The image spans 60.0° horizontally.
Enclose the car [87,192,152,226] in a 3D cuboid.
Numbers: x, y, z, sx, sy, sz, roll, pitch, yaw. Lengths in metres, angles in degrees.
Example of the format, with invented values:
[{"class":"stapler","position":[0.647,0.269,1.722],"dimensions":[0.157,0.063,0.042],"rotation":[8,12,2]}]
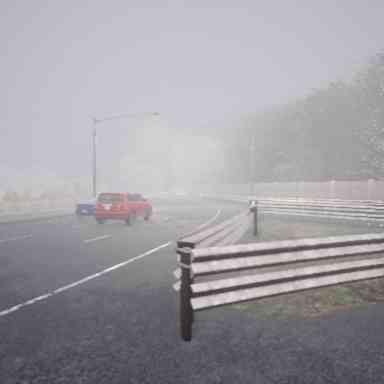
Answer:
[{"class":"car","position":[-4.373,0.992,21.908],"dimensions":[2.150,2.045,5.566],"rotation":[1,1,12]}]

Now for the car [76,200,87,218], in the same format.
[{"class":"car","position":[-7.155,1.191,26.038],"dimensions":[1.882,1.535,5.008],"rotation":[1,0,11]}]
